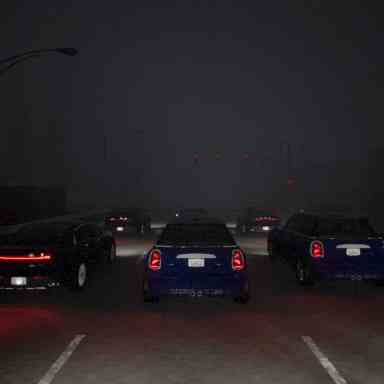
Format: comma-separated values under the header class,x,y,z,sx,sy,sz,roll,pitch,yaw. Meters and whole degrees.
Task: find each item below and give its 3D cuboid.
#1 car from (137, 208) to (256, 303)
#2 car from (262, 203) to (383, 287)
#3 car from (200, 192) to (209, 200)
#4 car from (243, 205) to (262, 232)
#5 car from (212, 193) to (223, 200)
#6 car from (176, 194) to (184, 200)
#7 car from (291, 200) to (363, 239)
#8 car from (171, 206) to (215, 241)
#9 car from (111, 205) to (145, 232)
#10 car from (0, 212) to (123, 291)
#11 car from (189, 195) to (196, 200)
class,x,y,z,sx,sy,sz,roll,pitch,yaw
car,0.095,1.352,8.395,2.097,1.767,4.553,0,0,0
car,3.601,1.352,9.527,2.097,1.767,4.553,0,0,0
car,3.641,1.531,91.046,2.033,1.411,5.357,0,0,0
car,3.591,1.505,18.468,1.837,1.490,4.892,0,0,1
car,7.141,1.216,91.071,2.150,2.045,5.566,0,0,0
car,-3.359,1.469,91.057,1.882,1.535,5.008,0,0,0
car,7.086,1.352,18.080,2.097,1.767,4.553,0,0,1
car,0.086,1.547,17.931,2.033,1.411,5.357,0,0,1
car,-3.411,1.505,18.262,1.837,1.490,4.892,0,0,1
car,-3.400,1.505,8.980,1.837,1.490,4.892,0,0,0
car,0.142,1.516,91.468,1.812,1.442,4.674,0,0,0
